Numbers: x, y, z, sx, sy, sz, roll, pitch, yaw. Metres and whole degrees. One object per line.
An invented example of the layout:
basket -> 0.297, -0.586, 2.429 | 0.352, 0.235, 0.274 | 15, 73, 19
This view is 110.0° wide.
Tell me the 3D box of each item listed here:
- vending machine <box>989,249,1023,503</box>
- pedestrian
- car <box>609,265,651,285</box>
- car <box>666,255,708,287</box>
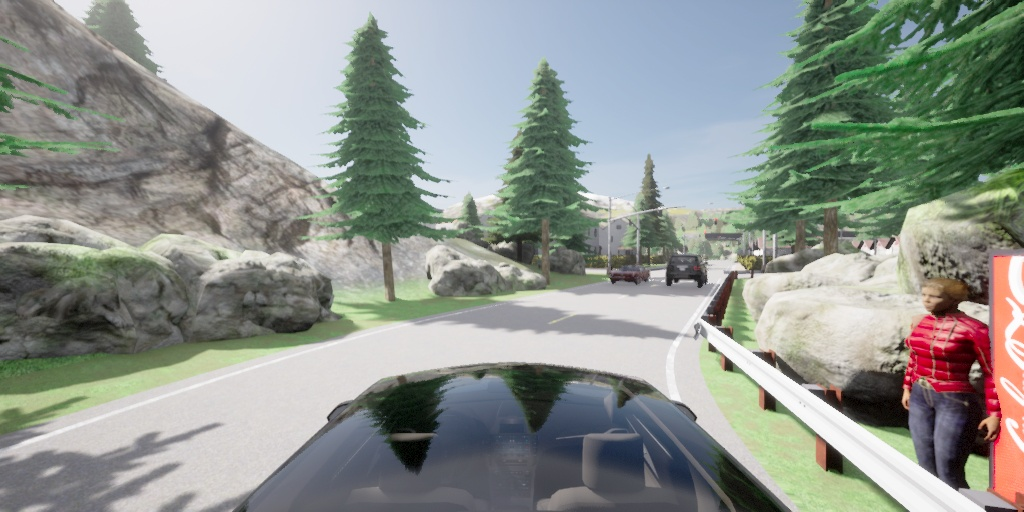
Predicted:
vending machine -> 3.364, 0.946, 1.694 | 1.100, 2.100, 0.880 | 0, 0, 6
pedestrian -> 3.001, 1.044, 2.479 | 0.375, 1.860, 0.375 | 0, 0, 9
car -> 8.571, 1.336, 25.915 | 1.895, 1.301, 4.718 | 0, 0, 32
car -> 12.022, 0.952, 24.568 | 2.150, 2.045, 5.566 | 0, -1, 32
